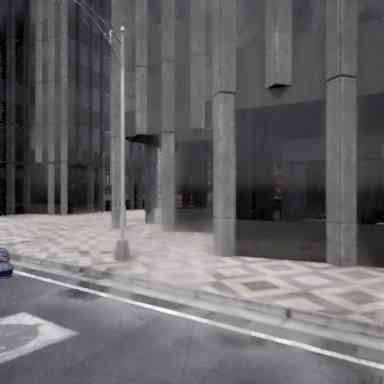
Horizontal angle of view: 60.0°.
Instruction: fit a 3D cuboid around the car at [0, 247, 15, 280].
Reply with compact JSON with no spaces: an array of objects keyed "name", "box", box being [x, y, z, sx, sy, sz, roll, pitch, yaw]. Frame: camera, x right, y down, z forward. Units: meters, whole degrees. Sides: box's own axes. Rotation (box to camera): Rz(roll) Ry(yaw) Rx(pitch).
[{"name":"car","box":[-6.730,1.632,8.698,5.357,1.411,2.033,-1,0,36]}]
